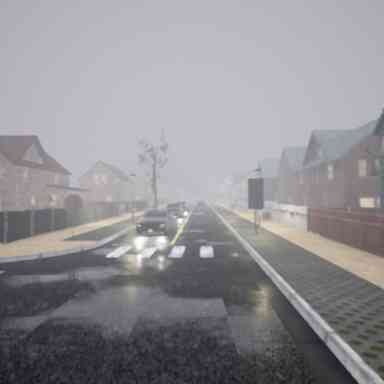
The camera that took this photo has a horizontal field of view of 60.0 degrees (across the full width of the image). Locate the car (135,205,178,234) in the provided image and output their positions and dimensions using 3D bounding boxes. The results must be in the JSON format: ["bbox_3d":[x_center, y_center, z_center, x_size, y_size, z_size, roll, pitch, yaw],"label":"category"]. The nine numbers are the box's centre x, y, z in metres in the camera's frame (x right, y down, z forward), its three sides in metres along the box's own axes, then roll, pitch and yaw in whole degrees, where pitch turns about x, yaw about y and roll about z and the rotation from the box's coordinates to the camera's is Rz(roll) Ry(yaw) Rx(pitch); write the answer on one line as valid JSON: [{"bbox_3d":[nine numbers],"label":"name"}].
[{"bbox_3d":[-2.257,1.800,21.217,2.033,1.411,5.357,0,-1,2],"label":"car"}]

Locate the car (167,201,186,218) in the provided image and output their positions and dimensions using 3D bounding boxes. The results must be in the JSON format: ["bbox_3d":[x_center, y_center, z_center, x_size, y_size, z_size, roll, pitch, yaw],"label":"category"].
[{"bbox_3d":[-1.900,1.914,35.017,1.837,1.490,4.892,0,-1,1],"label":"car"}]

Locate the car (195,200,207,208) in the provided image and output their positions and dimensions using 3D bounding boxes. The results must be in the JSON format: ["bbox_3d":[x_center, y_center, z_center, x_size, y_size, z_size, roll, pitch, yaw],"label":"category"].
[{"bbox_3d":[1.622,2.212,61.084,1.812,1.442,4.674,0,-1,1],"label":"car"}]

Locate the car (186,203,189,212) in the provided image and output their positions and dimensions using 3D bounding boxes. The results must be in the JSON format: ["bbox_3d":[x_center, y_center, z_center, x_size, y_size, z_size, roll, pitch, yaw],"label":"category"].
[{"bbox_3d":[-1.539,2.057,47.995,1.837,1.490,4.892,0,0,2],"label":"car"}]
